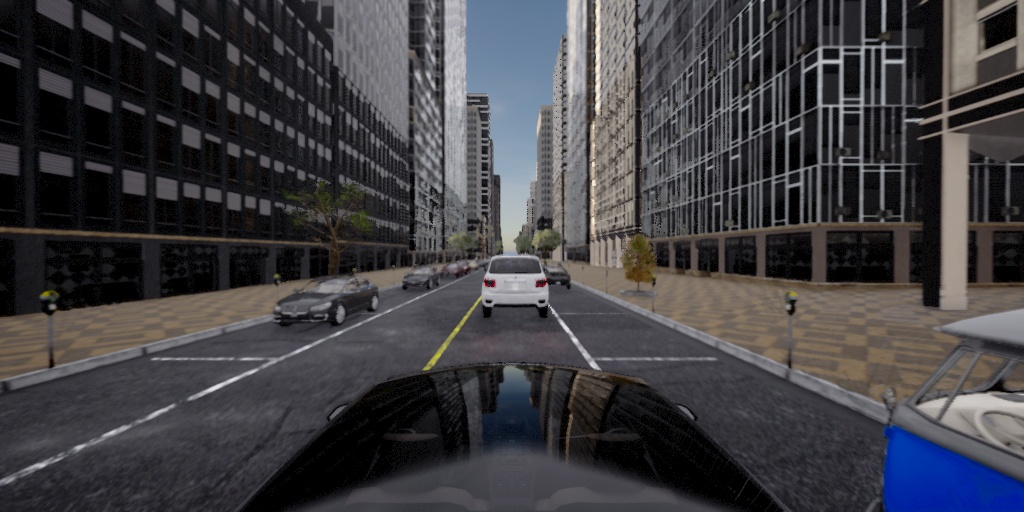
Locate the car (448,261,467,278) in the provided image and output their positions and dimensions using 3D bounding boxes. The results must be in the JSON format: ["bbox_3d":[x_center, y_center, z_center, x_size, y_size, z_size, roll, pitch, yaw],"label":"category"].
[{"bbox_3d":[-5.697,1.368,34.294,1.802,1.307,4.207,0,0,0],"label":"car"}]

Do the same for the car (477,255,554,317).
[{"bbox_3d":[0.099,0.985,13.435,2.150,2.045,5.566,0,0,0],"label":"car"}]

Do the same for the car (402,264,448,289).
[{"bbox_3d":[-5.695,1.324,22.927,2.007,1.370,4.403,0,0,0],"label":"car"}]

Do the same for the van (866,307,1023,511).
[{"bbox_3d":[2.689,1.089,0.194,1.690,1.789,3.998,0,0,0],"label":"van"}]

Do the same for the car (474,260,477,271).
[{"bbox_3d":[-5.699,1.329,51.176,1.751,1.417,4.829,0,0,0],"label":"car"}]

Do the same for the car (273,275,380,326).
[{"bbox_3d":[-5.693,1.311,11.560,2.007,1.370,4.403,0,0,0],"label":"car"}]

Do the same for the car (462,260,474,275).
[{"bbox_3d":[-5.697,1.232,39.978,1.967,1.591,4.097,0,0,0],"label":"car"}]

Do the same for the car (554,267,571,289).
[{"bbox_3d":[2.686,1.324,22.928,2.007,1.370,4.403,0,0,0],"label":"car"}]
